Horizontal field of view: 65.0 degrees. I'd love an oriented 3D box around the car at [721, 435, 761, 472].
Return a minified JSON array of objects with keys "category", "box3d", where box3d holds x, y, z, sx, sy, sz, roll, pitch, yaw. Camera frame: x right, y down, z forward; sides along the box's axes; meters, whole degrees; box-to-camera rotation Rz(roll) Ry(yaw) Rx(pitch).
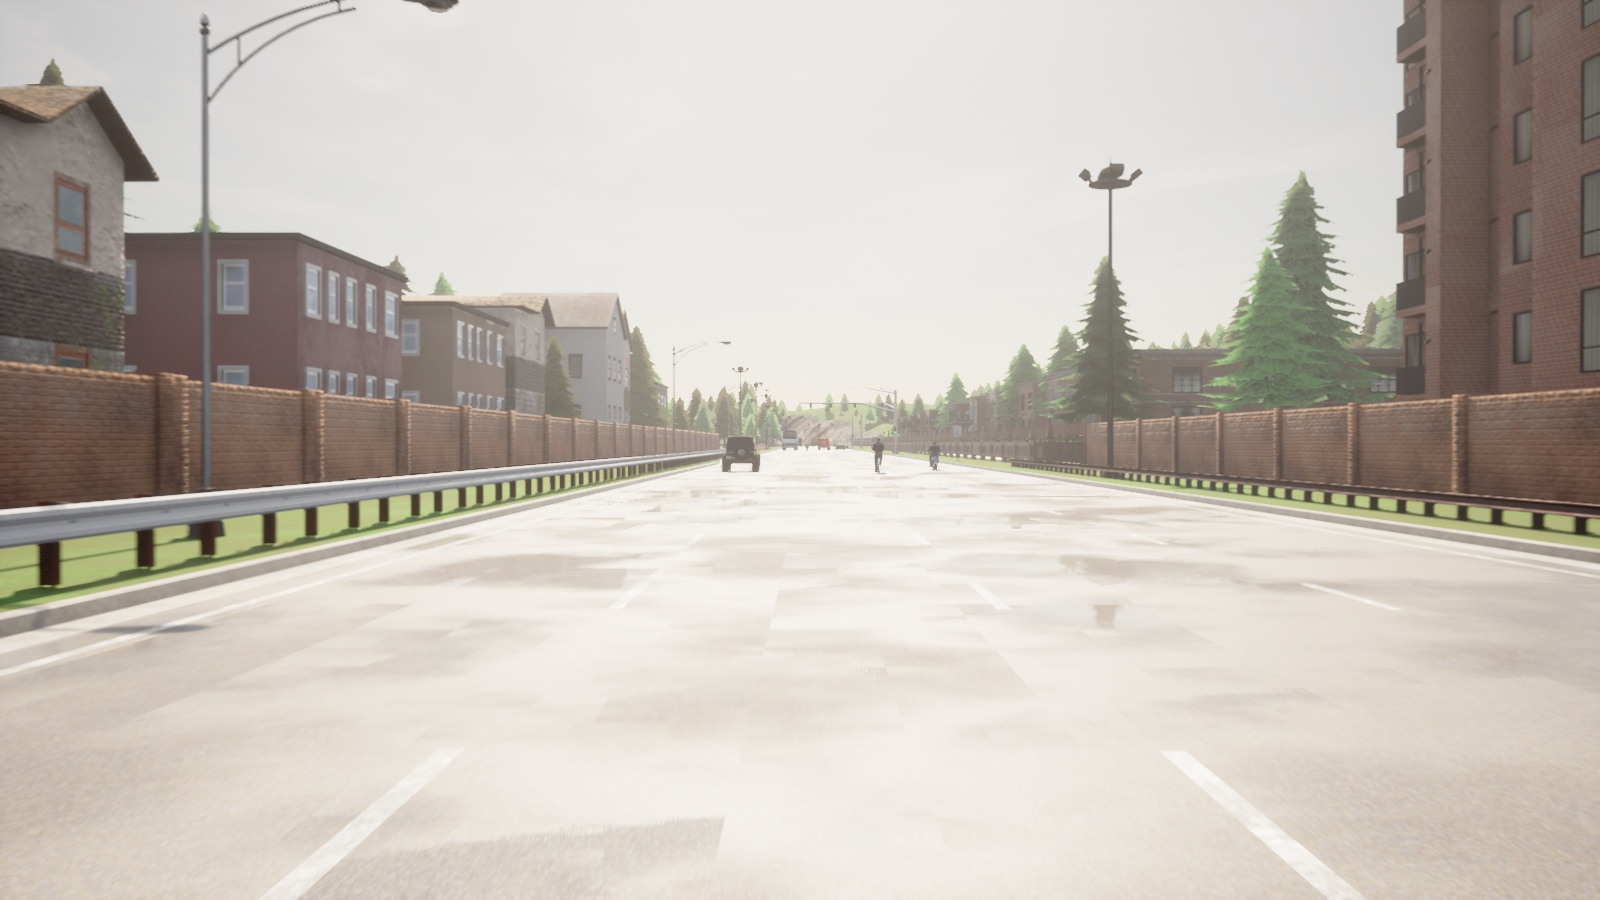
[{"category":"car","box3d":[-3.105,0.165,66.733,1.905,1.878,3.866,0,0,0]}]
